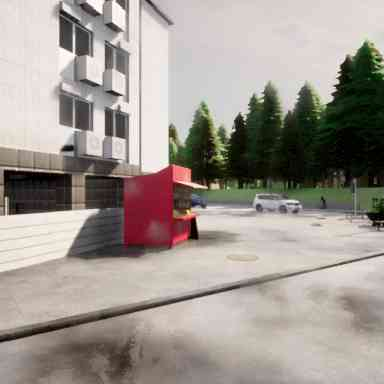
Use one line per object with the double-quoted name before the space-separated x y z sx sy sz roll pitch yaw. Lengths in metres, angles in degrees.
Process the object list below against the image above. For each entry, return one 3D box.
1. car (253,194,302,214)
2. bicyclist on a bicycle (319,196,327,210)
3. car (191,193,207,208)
"car" 9.058 1.221 35.743 2.150 2.045 5.566 0 0 -35
"bicyclist on a bicycle" 15.947 1.349 40.536 1.656 1.620 0.582 0 0 -35
"car" -0.074 1.224 48.615 2.150 2.045 5.566 0 0 -35
